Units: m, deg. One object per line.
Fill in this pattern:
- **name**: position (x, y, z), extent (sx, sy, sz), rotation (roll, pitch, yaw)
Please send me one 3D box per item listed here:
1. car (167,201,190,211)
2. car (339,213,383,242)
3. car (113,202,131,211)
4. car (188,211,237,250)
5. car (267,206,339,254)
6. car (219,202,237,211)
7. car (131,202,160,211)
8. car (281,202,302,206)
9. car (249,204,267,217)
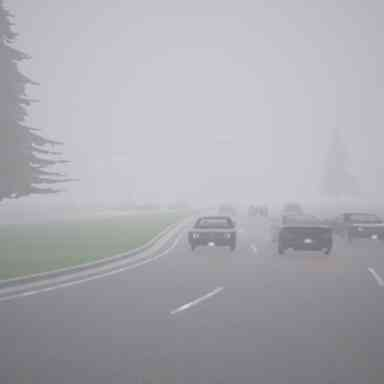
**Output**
- **car**: position (-2.033, 2.105, 51.780), extent (2.033, 1.411, 5.357), rotation (-1, -1, 23)
- **car**: position (8.245, 1.713, 16.974), extent (1.895, 1.301, 4.718), rotation (-1, -1, 4)
- **car**: position (-10.010, 2.214, 50.878), extent (1.895, 1.301, 4.718), rotation (-1, -1, 23)
- **car**: position (1.053, 1.753, 15.119), extent (1.895, 1.301, 4.718), rotation (0, -1, 8)
- **car**: position (4.440, 1.591, 14.073), extent (1.882, 1.535, 5.008), rotation (0, -1, 9)
- **car**: position (4.213, 1.898, 38.906), extent (1.812, 1.442, 4.674), rotation (-1, -1, 12)
- **car**: position (-6.702, 2.175, 49.721), extent (1.895, 1.301, 4.718), rotation (-1, -1, 23)
- **car**: position (10.540, 1.784, 34.949), extent (1.837, 1.490, 4.892), rotation (-1, -1, 11)
- **car**: position (6.929, 1.909, 34.789), extent (1.895, 1.301, 4.718), rotation (-1, -1, 11)
